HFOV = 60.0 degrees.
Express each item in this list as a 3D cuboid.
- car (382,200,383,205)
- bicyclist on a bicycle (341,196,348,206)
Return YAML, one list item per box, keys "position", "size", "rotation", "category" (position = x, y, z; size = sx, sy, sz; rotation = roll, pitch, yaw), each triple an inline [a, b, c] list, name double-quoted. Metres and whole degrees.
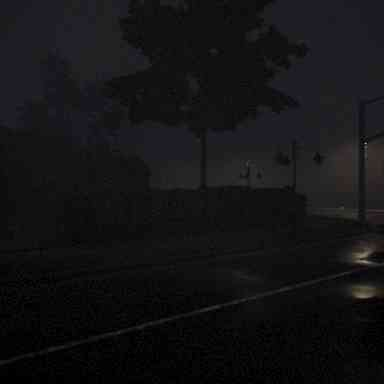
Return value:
- position: [31.523, 1.263, 50.687]
  size: [2.242, 1.667, 4.611]
  rotation: [0, 0, -35]
  category: "car"
- position: [23.946, 1.402, 52.330]
  size: [1.656, 1.620, 0.582]
  rotation: [-6, -7, -37]
  category: "bicyclist on a bicycle"
